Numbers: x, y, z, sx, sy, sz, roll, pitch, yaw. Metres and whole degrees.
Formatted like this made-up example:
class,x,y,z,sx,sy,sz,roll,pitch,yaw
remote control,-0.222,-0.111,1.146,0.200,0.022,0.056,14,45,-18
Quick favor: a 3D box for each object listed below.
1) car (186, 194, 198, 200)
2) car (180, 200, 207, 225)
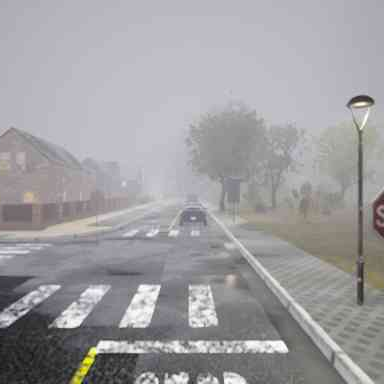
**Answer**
class,x,y,z,sx,sy,sz,roll,pitch,yaw
car,0.018,1.406,66.261,2.150,2.045,5.566,0,0,0
car,0.095,1.563,24.018,1.812,1.442,4.674,0,0,0
